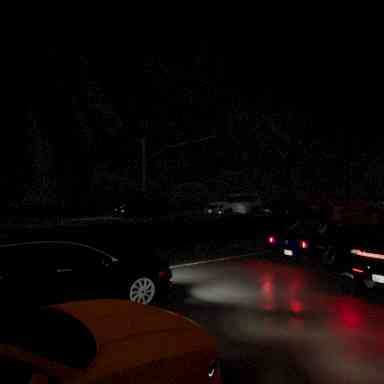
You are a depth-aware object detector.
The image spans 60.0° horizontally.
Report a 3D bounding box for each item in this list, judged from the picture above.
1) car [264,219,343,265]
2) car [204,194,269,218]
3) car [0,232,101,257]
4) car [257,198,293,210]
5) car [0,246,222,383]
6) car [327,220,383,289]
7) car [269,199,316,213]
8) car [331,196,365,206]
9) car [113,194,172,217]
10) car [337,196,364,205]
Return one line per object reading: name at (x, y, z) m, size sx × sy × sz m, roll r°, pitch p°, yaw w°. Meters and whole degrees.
car at (4.787, 1.591, 11.626) m, size 4.718 × 1.301 × 1.895 m, roll 0°, pitch 0°, yaw -36°
car at (3.656, 1.196, 28.403) m, size 5.566 × 2.045 × 2.150 m, roll 0°, pitch 0°, yaw -36°
car at (-2.653, 1.504, 6.152) m, size 4.892 × 1.490 × 1.837 m, roll 0°, pitch 0°, yaw -36°
car at (10.624, 1.500, 42.261) m, size 4.718 × 1.301 × 1.895 m, roll 0°, pitch 0°, yaw -36°
car at (-2.002, 1.477, 2.296) m, size 5.008 × 1.535 × 1.882 m, roll 0°, pitch 0°, yaw -36°
car at (5.646, 1.483, 7.920) m, size 4.902 × 1.511 × 2.128 m, roll 0°, pitch 0°, yaw -36°
car at (9.068, 1.498, 28.052) m, size 5.357 × 1.411 × 2.033 m, roll 0°, pitch 0°, yaw -36°
car at (18.396, 1.228, 39.301) m, size 4.553 × 1.767 × 2.097 m, roll 0°, pitch 0°, yaw -36°
car at (-4.520, 1.216, 31.065) m, size 5.566 × 2.045 × 2.150 m, roll 0°, pitch 0°, yaw -36°
car at (25.353, 1.326, 53.128) m, size 4.674 × 1.442 × 1.812 m, roll 0°, pitch 0°, yaw -36°
